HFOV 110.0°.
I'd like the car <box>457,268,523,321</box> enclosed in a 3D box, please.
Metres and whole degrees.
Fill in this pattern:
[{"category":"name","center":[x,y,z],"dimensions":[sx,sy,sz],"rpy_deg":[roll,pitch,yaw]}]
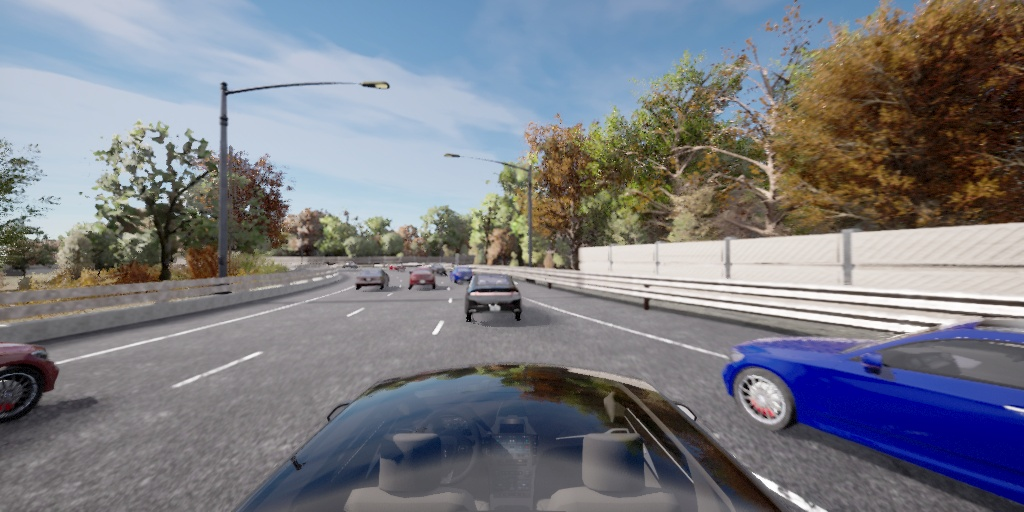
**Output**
[{"category":"car","center":[-0.763,1.385,13.163],"dimensions":[2.128,1.511,4.902],"rpy_deg":[0,-1,-6]}]

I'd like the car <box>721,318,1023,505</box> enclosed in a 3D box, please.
[{"category":"car","center":[4.324,1.276,3.104],"dimensions":[1.812,1.442,4.674],"rpy_deg":[0,-1,-23]}]

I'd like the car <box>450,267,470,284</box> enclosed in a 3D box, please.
[{"category":"car","center":[-4.389,1.658,31.646],"dimensions":[1.812,1.442,4.674],"rpy_deg":[0,-1,-16]}]

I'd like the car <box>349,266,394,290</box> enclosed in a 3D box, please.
[{"category":"car","center":[-10.014,1.634,25.976],"dimensions":[2.033,1.411,5.357],"rpy_deg":[0,-1,-14]}]

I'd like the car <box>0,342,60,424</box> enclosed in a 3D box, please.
[{"category":"car","center":[-7.046,1.319,2.853],"dimensions":[1.812,1.442,4.674],"rpy_deg":[0,-1,-1]}]

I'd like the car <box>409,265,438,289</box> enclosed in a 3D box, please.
[{"category":"car","center":[-6.650,1.608,26.717],"dimensions":[1.812,1.442,4.674],"rpy_deg":[0,-1,-13]}]

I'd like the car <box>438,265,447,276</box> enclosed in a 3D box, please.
[{"category":"car","center":[-9.859,1.868,47.086],"dimensions":[1.812,1.442,4.674],"rpy_deg":[0,-1,-23]}]
